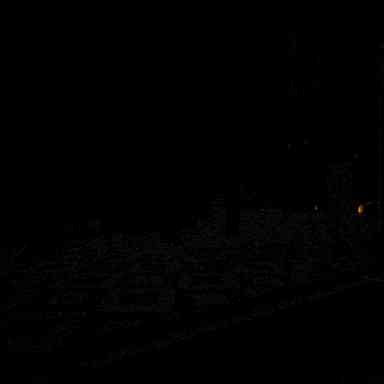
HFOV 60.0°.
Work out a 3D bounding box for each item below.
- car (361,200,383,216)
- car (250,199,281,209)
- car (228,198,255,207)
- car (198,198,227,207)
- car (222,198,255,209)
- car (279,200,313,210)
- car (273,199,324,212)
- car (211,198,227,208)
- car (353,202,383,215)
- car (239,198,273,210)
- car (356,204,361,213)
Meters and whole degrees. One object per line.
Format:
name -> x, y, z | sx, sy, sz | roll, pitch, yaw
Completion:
car -> 17.256, 1.444, 28.544 | 1.967, 1.590, 4.097 | 2, -1, -37
car -> 11.316, 1.787, 51.456 | 1.752, 1.417, 4.829 | 2, -1, -36
car -> 8.218, 1.815, 55.777 | 2.008, 1.369, 4.403 | 2, -1, -36
car -> 3.538, 1.736, 57.655 | 2.033, 1.411, 5.357 | 2, -1, -35
car -> 6.627, 1.598, 47.956 | 1.837, 1.490, 4.892 | 2, -1, -36
car -> 14.611, 1.824, 46.857 | 1.947, 1.339, 4.313 | 2, -1, -36
car -> 12.620, 1.578, 39.581 | 2.128, 1.511, 4.902 | 2, -1, -36
car -> 4.584, 1.542, 46.219 | 1.752, 1.417, 4.829 | 2, -1, -36
car -> 21.003, 1.817, 37.938 | 1.947, 1.339, 4.313 | 2, -1, -36
car -> 7.682, 1.558, 41.897 | 1.887, 1.381, 4.507 | 2, -1, -36
car -> 18.461, 1.559, 31.427 | 1.882, 1.535, 5.008 | 2, -1, -36
